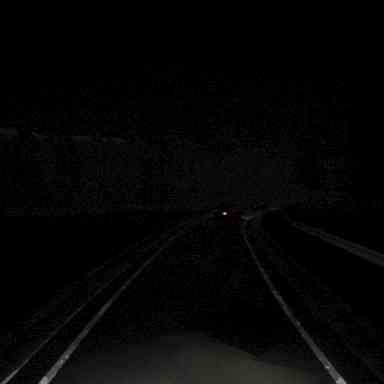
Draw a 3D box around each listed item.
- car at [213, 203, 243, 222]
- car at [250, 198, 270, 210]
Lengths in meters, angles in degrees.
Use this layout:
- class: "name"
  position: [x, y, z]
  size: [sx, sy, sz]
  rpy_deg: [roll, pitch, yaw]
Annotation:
- class: "car"
  position: [2.939, 1.580, 26.845]
  size: [1.994, 1.385, 4.181]
  rpy_deg: [0, 0, 14]
- class: "car"
  position: [8.759, 1.554, 43.000]
  size: [1.812, 1.442, 4.674]
  rpy_deg: [0, 0, 26]
